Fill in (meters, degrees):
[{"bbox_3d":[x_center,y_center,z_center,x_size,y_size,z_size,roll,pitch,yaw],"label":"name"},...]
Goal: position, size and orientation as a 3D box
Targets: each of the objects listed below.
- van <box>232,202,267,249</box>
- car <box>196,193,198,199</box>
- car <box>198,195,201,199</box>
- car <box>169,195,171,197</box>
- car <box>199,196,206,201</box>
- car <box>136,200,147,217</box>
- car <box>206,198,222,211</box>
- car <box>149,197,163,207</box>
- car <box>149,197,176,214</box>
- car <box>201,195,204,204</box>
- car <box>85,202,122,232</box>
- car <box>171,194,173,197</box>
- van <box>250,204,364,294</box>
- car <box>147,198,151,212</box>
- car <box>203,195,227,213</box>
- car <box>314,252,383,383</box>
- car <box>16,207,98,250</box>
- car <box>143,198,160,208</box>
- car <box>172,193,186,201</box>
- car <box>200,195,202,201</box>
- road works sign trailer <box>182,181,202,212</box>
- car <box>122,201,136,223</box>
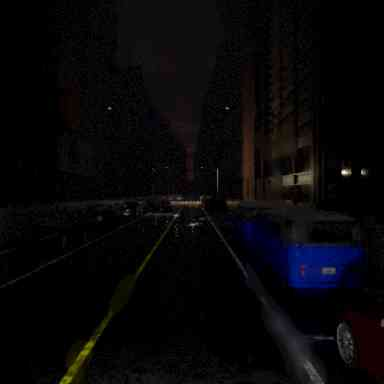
[{"bbox_3d":[2.759,1.352,14.222,1.690,1.788,3.998,0,0,0],"label":"van"},{"bbox_3d":[2.748,1.528,82.353,1.967,1.590,4.097,0,0,0],"label":"car"},{"bbox_3d":[2.751,1.502,65.320,1.967,1.590,4.097,0,0,0],"label":"car"},{"bbox_3d":[-5.774,1.628,65.314,1.947,1.339,4.313,0,0,0],"label":"car"},{"bbox_3d":[2.747,1.663,88.030,1.947,1.339,4.313,0,0,0],"label":"car"},{"bbox_3d":[-5.768,1.591,31.250,1.947,1.339,4.313,0,0,0],"label":"car"},{"bbox_3d":[2.755,1.560,42.780,1.752,1.417,4.829,0,0,0],"label":"car"},{"bbox_3d":[-5.773,1.572,53.789,1.752,1.417,4.829,0,0,0],"label":"car"},{"bbox_3d":[-3.100,1.593,36.094,1.994,1.385,4.181,0,0,0],"label":"car"},{"bbox_3d":[2.753,1.480,48.288,1.967,1.590,4.097,0,0,0],"label":"car"},{"bbox_3d":[-5.766,1.456,19.895,1.967,1.590,4.097,0,0,0],"label":"car"},{"bbox_3d":[-5.779,1.547,93.701,1.967,1.590,4.097,0,0,0],"label":"car"},{"bbox_3d":[2.760,1.348,8.544,1.690,1.788,3.998,0,0,0],"label":"van"},{"bbox_3d":[-5.769,1.555,36.756,1.752,1.417,4.829,0,0,0],"label":"car"},{"bbox_3d":[2.755,1.344,36.932,2.192,1.841,5.009,0,0,0],"label":"car"},{"bbox_3d":[2.761,1.584,2.866,1.802,1.307,4.206,0,0,0],"label":"car"},{"bbox_3d":[-5.766,1.562,14.218,2.008,1.369,4.403,0,0,0],"label":"car"},{"bbox_3d":[-5.771,1.585,48.282,1.887,1.381,4.507,0,0,0],"label":"car"},{"bbox_3d":[-3.013,1.370,78.669,1.882,1.535,5.008,0,0,0],"label":"car"},{"bbox_3d":[2.752,1.591,53.965,1.887,1.381,4.507,0,0,0],"label":"car"},{"bbox_3d":[-0.007,0.496,40.139,2.380,3.560,2.880,0,0,0],"label":"road works sign trailer"},{"bbox_3d":[-5.768,1.546,25.402,1.752,1.417,4.829,0,0,0],"label":"car"}]
